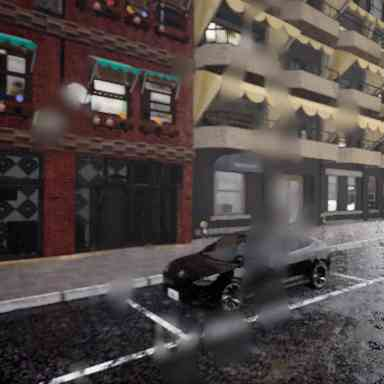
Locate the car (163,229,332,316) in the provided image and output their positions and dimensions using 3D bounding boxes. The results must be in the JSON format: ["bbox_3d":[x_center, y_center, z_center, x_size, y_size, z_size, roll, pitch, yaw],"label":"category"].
[{"bbox_3d":[1.423,1.561,7.563,4.313,1.339,1.947,0,1,-35],"label":"car"}]
